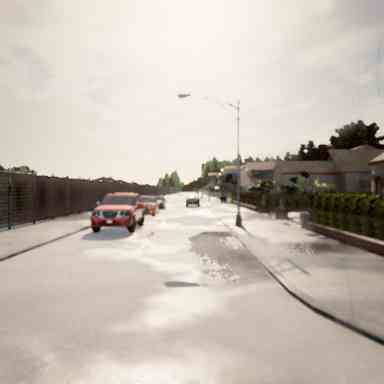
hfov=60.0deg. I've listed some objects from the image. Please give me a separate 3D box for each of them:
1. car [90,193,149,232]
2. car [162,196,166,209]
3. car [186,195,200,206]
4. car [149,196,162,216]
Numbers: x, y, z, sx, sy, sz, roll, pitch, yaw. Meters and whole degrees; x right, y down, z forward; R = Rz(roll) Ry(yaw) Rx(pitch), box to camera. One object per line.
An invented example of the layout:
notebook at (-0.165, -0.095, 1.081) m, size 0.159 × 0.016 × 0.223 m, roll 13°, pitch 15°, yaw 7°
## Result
car at (-4.080, 1.078, 19.164) m, size 2.150 × 2.045 × 5.566 m, roll 0°, pitch 0°, yaw 0°
car at (-4.049, 1.214, 39.010) m, size 1.837 × 1.490 × 4.892 m, roll 0°, pitch 0°, yaw 1°
car at (0.115, 1.150, 45.754) m, size 2.128 × 1.511 × 4.902 m, roll 0°, pitch 0°, yaw 0°
car at (-4.076, 1.135, 29.005) m, size 2.097 × 1.767 × 4.553 m, roll 0°, pitch 0°, yaw 0°
